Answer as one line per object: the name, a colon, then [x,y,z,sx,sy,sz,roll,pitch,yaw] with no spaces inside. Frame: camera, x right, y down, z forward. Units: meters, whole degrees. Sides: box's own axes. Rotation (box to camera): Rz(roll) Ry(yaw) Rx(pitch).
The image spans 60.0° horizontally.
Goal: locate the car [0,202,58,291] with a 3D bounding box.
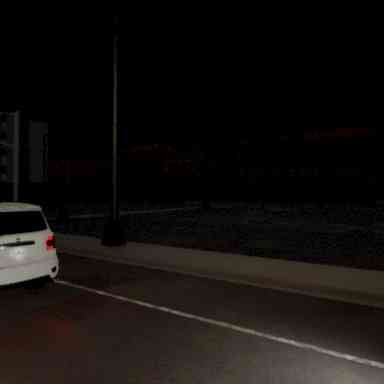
car: [-5.494,1.259,7.902,5.566,2.045,2.150,0,0,35]
